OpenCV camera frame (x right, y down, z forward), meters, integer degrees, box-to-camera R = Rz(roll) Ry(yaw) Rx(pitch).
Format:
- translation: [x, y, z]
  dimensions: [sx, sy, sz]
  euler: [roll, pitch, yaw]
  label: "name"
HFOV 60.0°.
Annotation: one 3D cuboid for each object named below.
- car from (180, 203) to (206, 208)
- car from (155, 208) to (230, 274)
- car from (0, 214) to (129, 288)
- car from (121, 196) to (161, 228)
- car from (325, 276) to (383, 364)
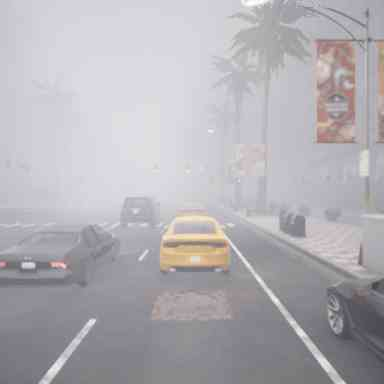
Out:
- translation: [0.093, 1.575, 26.218]
  dimensions: [1.882, 1.535, 5.008]
  euler: [0, 0, 0]
  label: "car"
- translation: [0.086, 1.518, 10.738]
  dimensions: [1.882, 1.535, 5.008]
  euler: [0, 0, 0]
  label: "car"
- translation: [-3.398, 1.583, 9.420]
  dimensions: [2.033, 1.411, 5.357]
  euler: [0, 0, 0]
  label: "car"
- translation: [-3.405, 1.307, 22.786]
  dimensions: [2.150, 2.045, 5.566]
  euler: [0, 0, 0]
  label: "car"
- translation: [3.191, 1.527, 3.599]
  dimensions: [2.161, 1.482, 4.786]
  euler: [0, 0, -1]
  label: "car"
